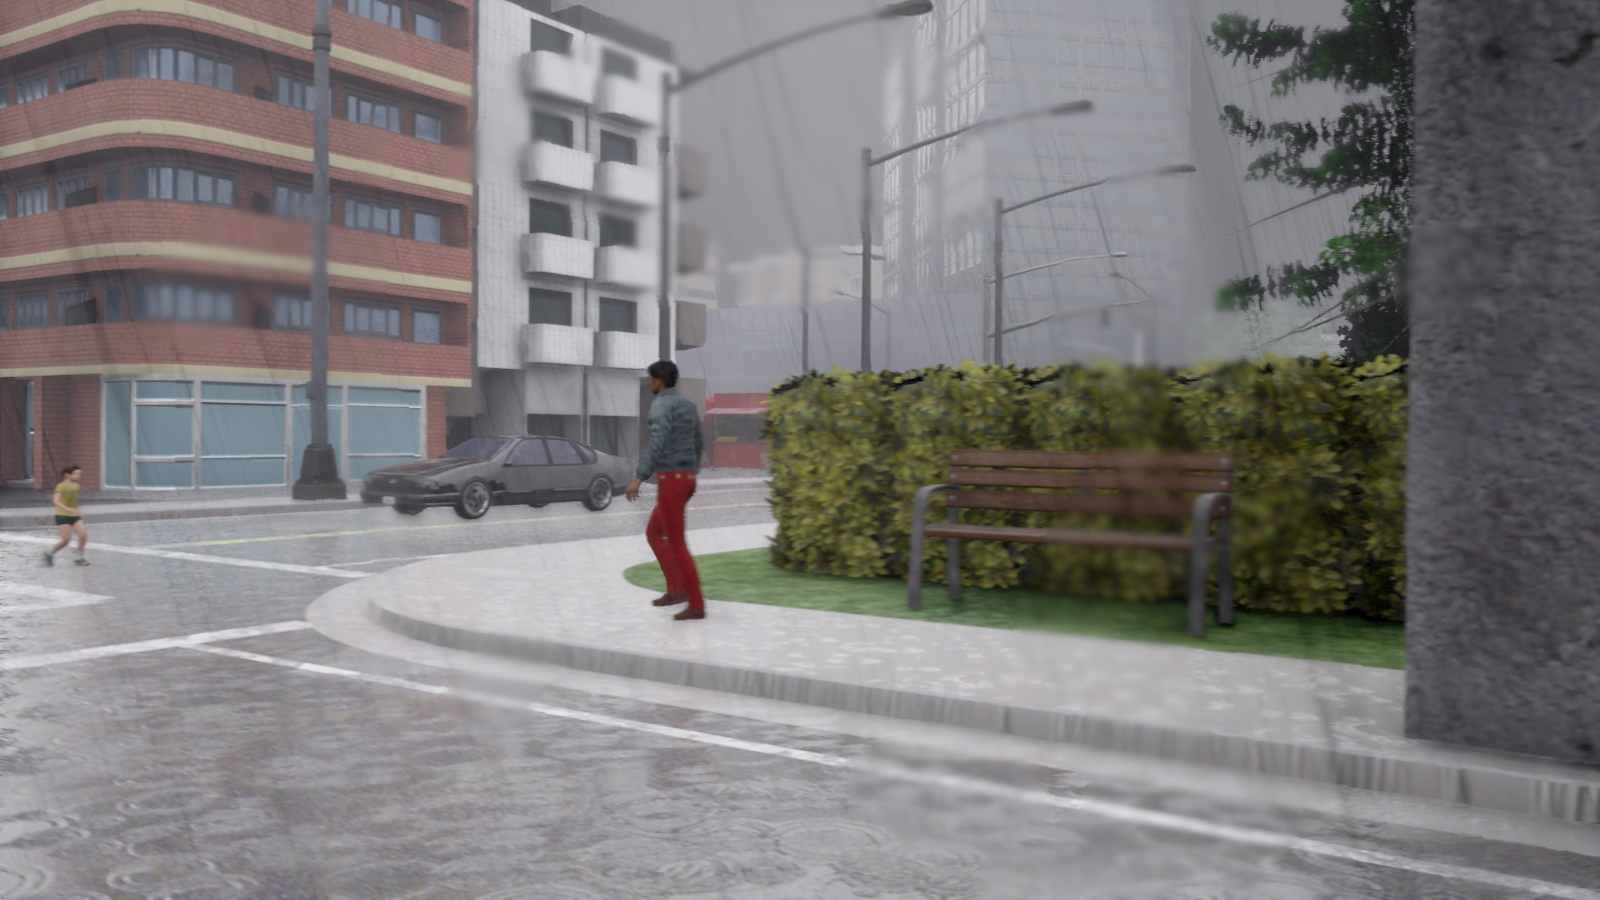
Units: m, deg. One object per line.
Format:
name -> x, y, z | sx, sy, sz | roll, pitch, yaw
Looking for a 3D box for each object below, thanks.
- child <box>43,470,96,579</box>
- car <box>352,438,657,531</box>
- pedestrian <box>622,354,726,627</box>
child -> -7.560, 0.767, 12.999 | 0.394, 1.110, 0.255 | 0, 1, 13
car -> -5.105, 0.517, 22.539 | 2.033, 1.411, 5.357 | 0, 1, 34
pedestrian -> -0.881, 0.274, 8.787 | 0.614, 1.847, 0.353 | 0, 1, 24
